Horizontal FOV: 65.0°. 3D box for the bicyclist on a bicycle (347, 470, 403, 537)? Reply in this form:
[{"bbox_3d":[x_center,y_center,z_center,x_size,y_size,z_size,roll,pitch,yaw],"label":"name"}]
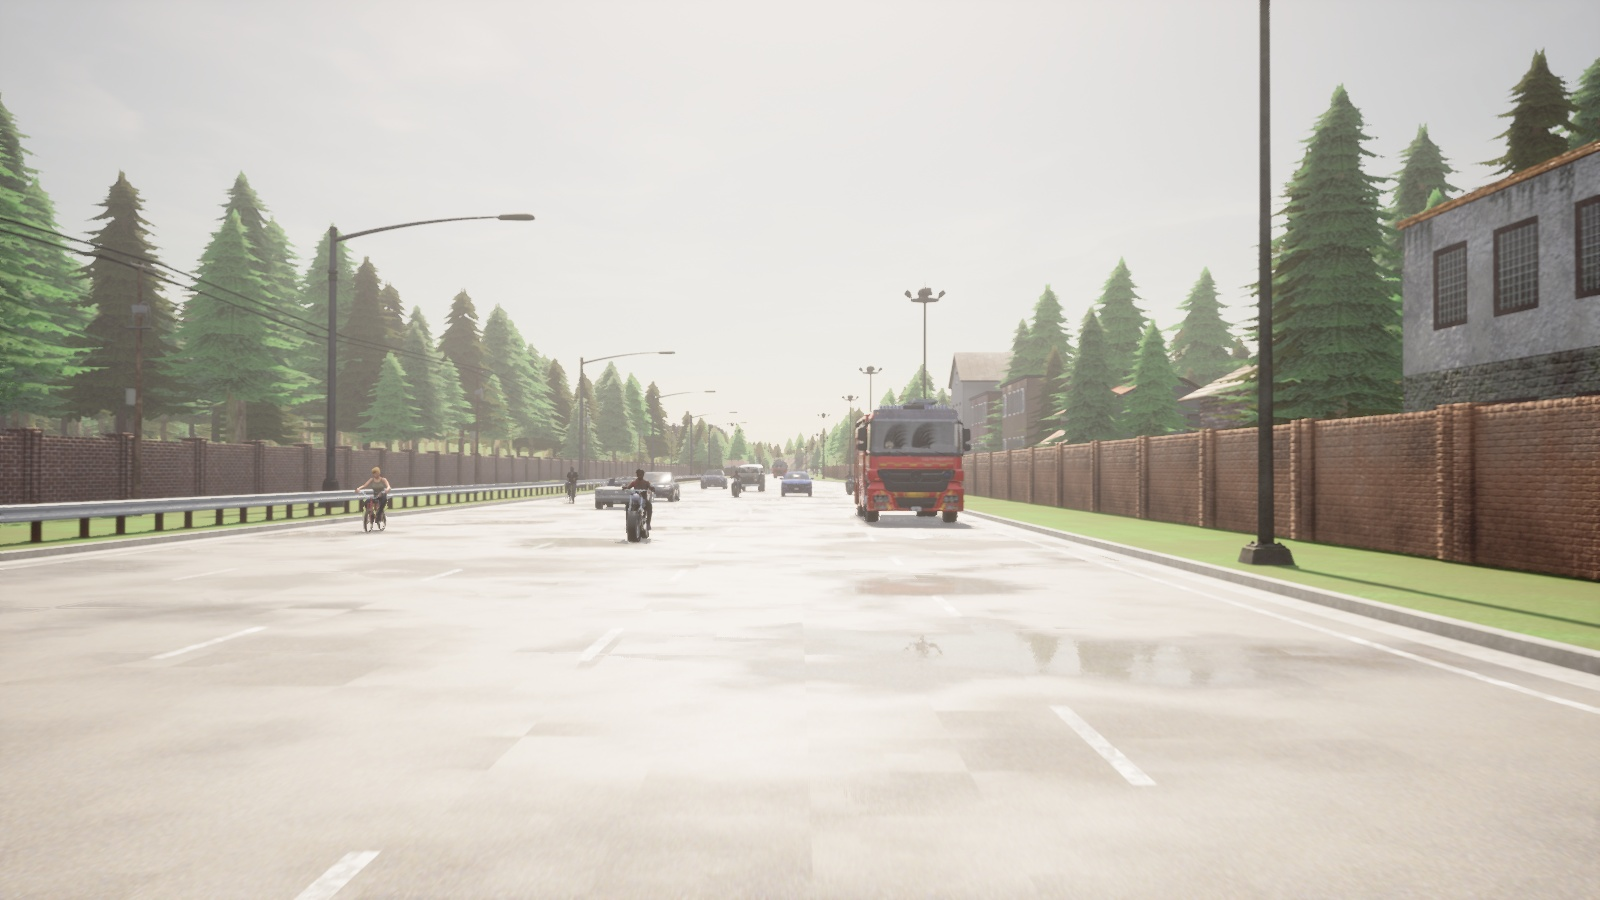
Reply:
[{"bbox_3d":[-10.573,1.317,31.284,0.866,1.612,1.509,0,-1,0],"label":"bicyclist on a bicycle"}]

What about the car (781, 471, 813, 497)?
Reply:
[{"bbox_3d":[-0.191,2.085,77.148,1.882,1.535,5.008,0,-1,0],"label":"car"}]

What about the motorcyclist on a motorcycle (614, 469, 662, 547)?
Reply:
[{"bbox_3d":[-3.570,1.246,27.883,0.766,1.649,2.350,0,-1,0],"label":"motorcyclist on a motorcycle"}]

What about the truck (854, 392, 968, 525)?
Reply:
[{"bbox_3d":[3.395,0.317,40.642,2.891,3.827,8.468,0,-1,0],"label":"truck"}]

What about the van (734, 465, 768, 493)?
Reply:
[{"bbox_3d":[-3.640,2.124,93.870,2.069,2.038,4.480,0,-1,4],"label":"van"}]

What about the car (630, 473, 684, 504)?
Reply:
[{"bbox_3d":[-7.157,1.902,63.249,2.163,1.488,4.792,0,-1,0],"label":"car"}]

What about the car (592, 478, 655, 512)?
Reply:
[{"bbox_3d":[-7.127,1.800,51.173,1.895,1.301,4.718,0,-1,0],"label":"car"}]
